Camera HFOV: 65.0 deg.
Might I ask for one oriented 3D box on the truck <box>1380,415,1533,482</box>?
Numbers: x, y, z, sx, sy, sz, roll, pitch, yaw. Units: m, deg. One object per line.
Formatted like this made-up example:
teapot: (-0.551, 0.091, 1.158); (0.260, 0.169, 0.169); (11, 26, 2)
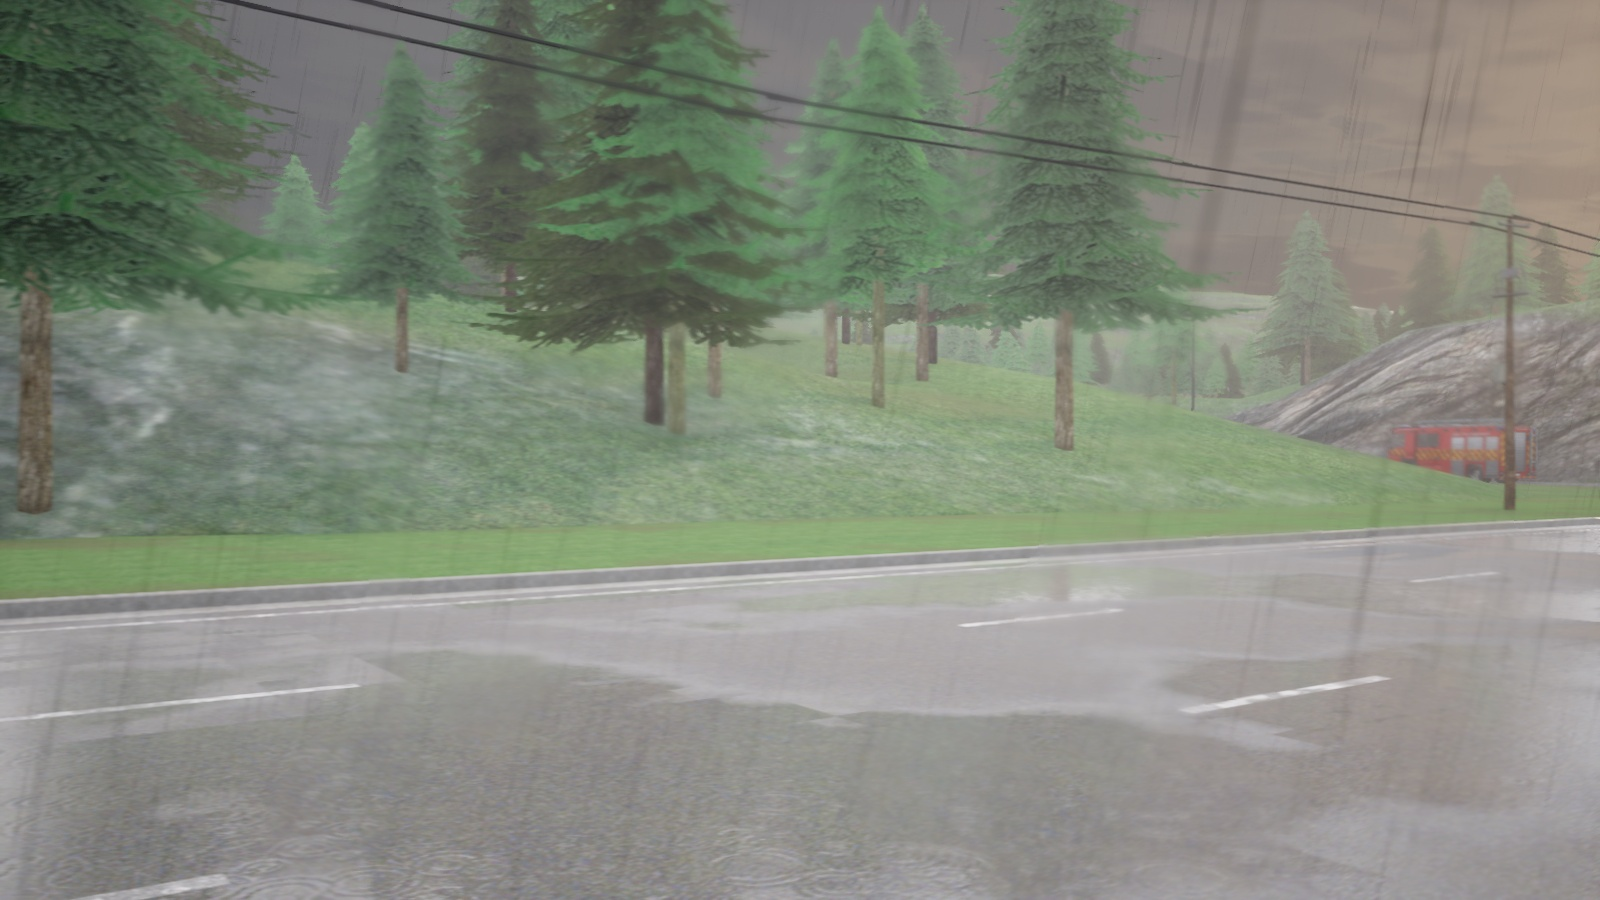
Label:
truck: (39.463, -0.049, 75.895); (2.891, 3.827, 8.468); (0, 0, -20)
